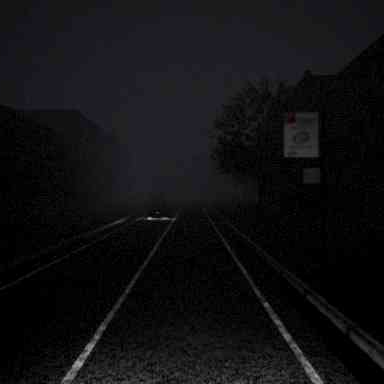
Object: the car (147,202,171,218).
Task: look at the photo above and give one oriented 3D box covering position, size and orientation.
[{"bbox_3d":[-3.000,1.598,30.914,1.994,1.385,4.181,0,0,0],"label":"car"}]
